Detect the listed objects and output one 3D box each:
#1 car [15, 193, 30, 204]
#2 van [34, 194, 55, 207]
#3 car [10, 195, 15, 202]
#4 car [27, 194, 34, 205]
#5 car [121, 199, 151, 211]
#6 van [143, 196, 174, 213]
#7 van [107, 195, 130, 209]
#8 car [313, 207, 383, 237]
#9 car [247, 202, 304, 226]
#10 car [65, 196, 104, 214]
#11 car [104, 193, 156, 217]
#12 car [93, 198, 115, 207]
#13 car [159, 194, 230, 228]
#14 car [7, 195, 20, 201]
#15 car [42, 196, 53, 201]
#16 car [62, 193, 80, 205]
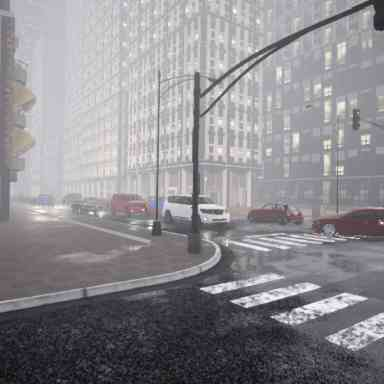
[{"bbox_3d":[-30.285,1.155,60.659,2.192,1.841,5.009,1,-1,-35],"label":"car"},{"bbox_3d":[-20.512,1.197,46.815,1.690,1.788,3.998,1,-1,-35],"label":"van"},{"bbox_3d":[-36.805,1.396,69.886,1.947,1.339,4.313,1,-1,-35],"label":"car"},{"bbox_3d":[-23.774,1.432,51.427,1.802,1.307,4.206,1,-1,-35],"label":"car"},{"bbox_3d":[-7.155,1.584,42.416,2.008,1.369,4.403,1,-1,-35],"label":"car"},{"bbox_3d":[-3.894,1.382,37.804,1.690,1.788,3.998,1,-1,-35],"label":"van"},{"bbox_3d":[-10.409,1.368,47.034,1.690,1.788,3.998,1,-1,-35],"label":"van"},{"bbox_3d":[8.687,1.495,16.598,5.008,1.535,1.882,0,1,27],"label":"car"},{"bbox_3d":[5.878,1.505,23.960,1.967,1.590,4.097,1,-1,-35],"label":"car"},{"bbox_3d":[-10.743,1.427,32.970,2.008,1.369,4.403,1,-1,-35],"label":"car"},{"bbox_3d":[-5.686,1.155,30.310,2.150,2.045,5.566,1,-1,-35],"label":"car"},{"bbox_3d":[-13.671,1.586,51.645,1.947,1.339,4.313,1,-1,-35],"label":"car"},{"bbox_3d":[0.092,1.170,22.122,2.150,2.045,5.566,1,-1,-35],"label":"car"},{"bbox_3d":[-40.062,1.377,74.500,2.008,1.369,4.403,1,-1,-35],"label":"car"},{"bbox_3d":[-36.476,1.570,83.946,1.802,1.307,4.206,1,-1,-35],"label":"car"},{"bbox_3d":[-20.301,1.181,56.384,2.150,2.045,5.566,1,-1,-35],"label":"car"}]
